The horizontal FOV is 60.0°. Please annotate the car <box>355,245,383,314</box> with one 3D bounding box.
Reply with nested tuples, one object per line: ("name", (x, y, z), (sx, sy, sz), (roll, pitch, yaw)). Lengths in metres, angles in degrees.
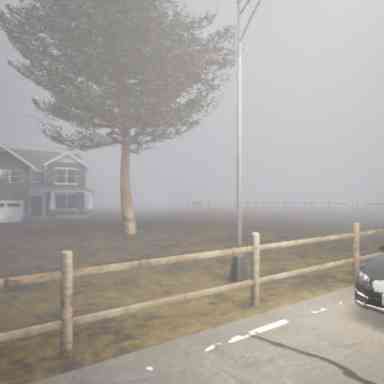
("car", (5.214, 1.513, 6.698), (4.902, 1.511, 2.128), (0, 0, -35))
